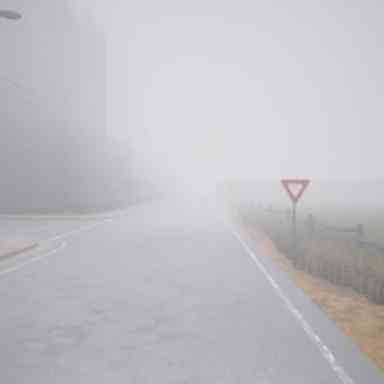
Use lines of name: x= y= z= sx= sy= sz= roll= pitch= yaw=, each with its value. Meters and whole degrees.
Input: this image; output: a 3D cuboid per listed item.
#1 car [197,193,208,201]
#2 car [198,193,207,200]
car: x=1.964 y=1.002 z=63.042 sx=1.812 sy=1.442 sz=4.674 roll=0 pitch=0 yaw=2
car: x=2.287 y=0.875 z=73.122 sx=1.812 sy=1.442 sz=4.674 roll=0 pitch=0 yaw=2
